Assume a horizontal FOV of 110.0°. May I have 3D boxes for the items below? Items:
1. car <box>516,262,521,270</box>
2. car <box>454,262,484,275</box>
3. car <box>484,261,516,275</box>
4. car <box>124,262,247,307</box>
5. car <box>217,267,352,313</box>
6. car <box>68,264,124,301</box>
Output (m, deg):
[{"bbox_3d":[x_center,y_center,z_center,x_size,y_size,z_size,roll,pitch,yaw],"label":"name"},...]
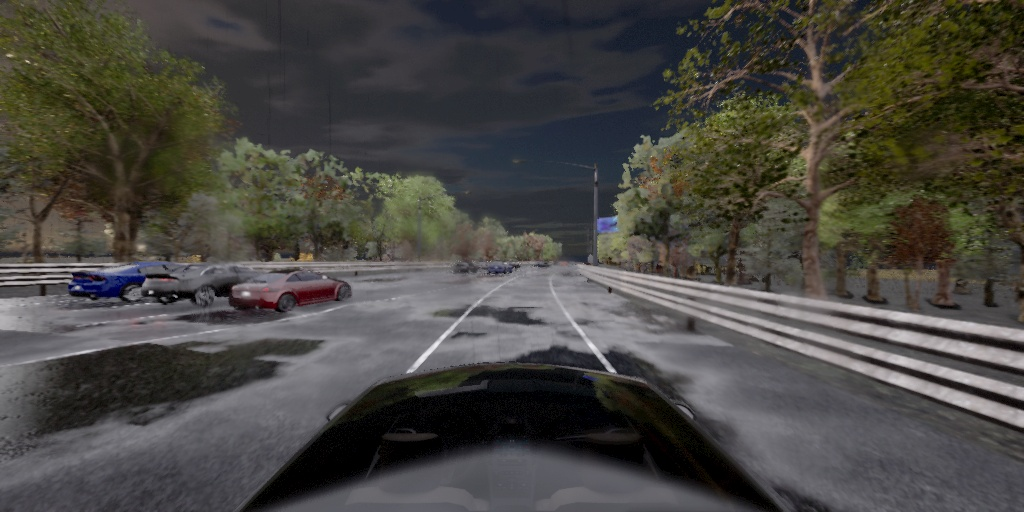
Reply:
[{"bbox_3d":[0.253,1.712,64.609,1.882,1.535,5.008,0,-1,13],"label":"car"},{"bbox_3d":[-5.143,1.418,41.183,1.837,1.490,4.892,1,-1,13],"label":"car"},{"bbox_3d":[-1.305,1.318,42.260,2.097,1.767,4.553,0,-1,13],"label":"car"},{"bbox_3d":[-11.383,1.037,14.217,2.128,1.511,4.902,0,-1,13],"label":"car"},{"bbox_3d":[-7.982,1.181,13.358,1.994,1.385,4.181,1,0,13],"label":"car"},{"bbox_3d":[-14.778,0.997,15.070,1.882,1.535,5.008,0,-1,13],"label":"car"}]
